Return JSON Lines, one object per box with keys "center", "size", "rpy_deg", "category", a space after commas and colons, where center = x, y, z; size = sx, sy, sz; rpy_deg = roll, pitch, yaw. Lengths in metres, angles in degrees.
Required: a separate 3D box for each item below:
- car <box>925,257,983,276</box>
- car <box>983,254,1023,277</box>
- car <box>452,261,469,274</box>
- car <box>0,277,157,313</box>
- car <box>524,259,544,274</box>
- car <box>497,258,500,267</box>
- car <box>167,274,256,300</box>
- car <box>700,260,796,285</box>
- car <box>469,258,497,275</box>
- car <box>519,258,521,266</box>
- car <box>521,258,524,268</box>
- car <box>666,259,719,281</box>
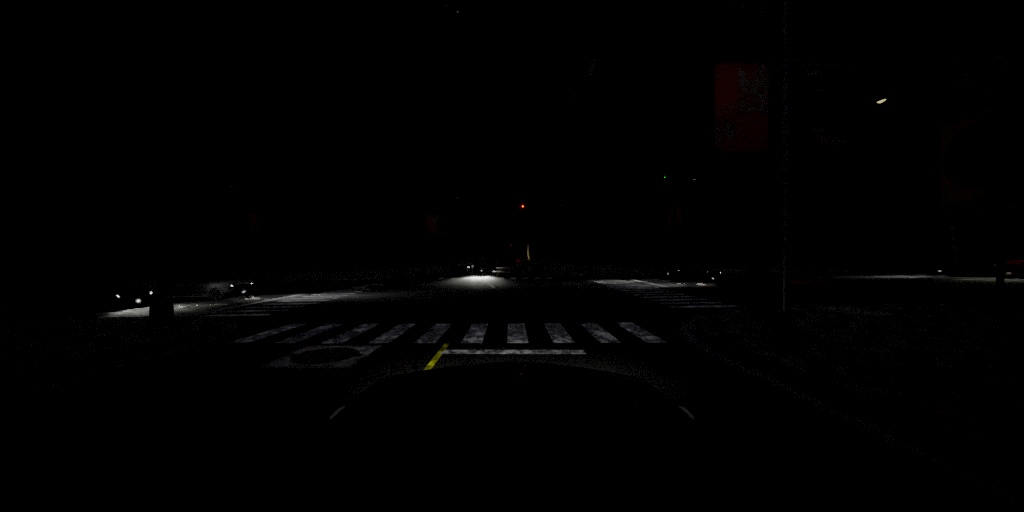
{"center": [33.013, 0.737, 25.820], "size": [4.718, 1.301, 1.895], "rpy_deg": [-1, 0, 0], "category": "car"}
{"center": [33.502, 0.486, 22.567], "size": [4.553, 1.767, 2.097], "rpy_deg": [-1, 0, 0], "category": "car"}
{"center": [-5.812, 1.305, 41.204], "size": [2.007, 1.370, 4.403], "rpy_deg": [0, 0, 0], "category": "car"}
{"center": [-19.103, 1.630, 15.764], "size": [5.357, 1.411, 2.033], "rpy_deg": [-1, 0, 0], "category": "car"}
{"center": [2.713, 1.305, 41.246], "size": [2.007, 1.370, 4.403], "rpy_deg": [0, 0, 0], "category": "car"}
{"center": [-3.196, 1.306, 50.680], "size": [2.033, 1.411, 5.357], "rpy_deg": [0, 0, 0], "category": "car"}
{"center": [-16.481, 1.629, 19.031], "size": [4.718, 1.301, 1.895], "rpy_deg": [-1, 0, -1], "category": "car"}
{"center": [14.831, 1.058, 22.537], "size": [4.718, 1.301, 1.895], "rpy_deg": [-1, 0, 0], "category": "car"}
{"center": [-3.135, 1.246, 39.173], "size": [2.128, 1.511, 4.902], "rpy_deg": [0, 0, 0], "category": "car"}
{"center": [2.626, 1.311, 57.579], "size": [2.007, 1.370, 4.403], "rpy_deg": [0, 0, 0], "category": "car"}
{"center": [2.655, 1.303, 52.135], "size": [1.888, 1.381, 4.507], "rpy_deg": [0, 0, 0], "category": "car"}
{"center": [13.687, 0.962, 25.795], "size": [4.902, 1.511, 2.128], "rpy_deg": [-1, 0, 0], "category": "car"}
